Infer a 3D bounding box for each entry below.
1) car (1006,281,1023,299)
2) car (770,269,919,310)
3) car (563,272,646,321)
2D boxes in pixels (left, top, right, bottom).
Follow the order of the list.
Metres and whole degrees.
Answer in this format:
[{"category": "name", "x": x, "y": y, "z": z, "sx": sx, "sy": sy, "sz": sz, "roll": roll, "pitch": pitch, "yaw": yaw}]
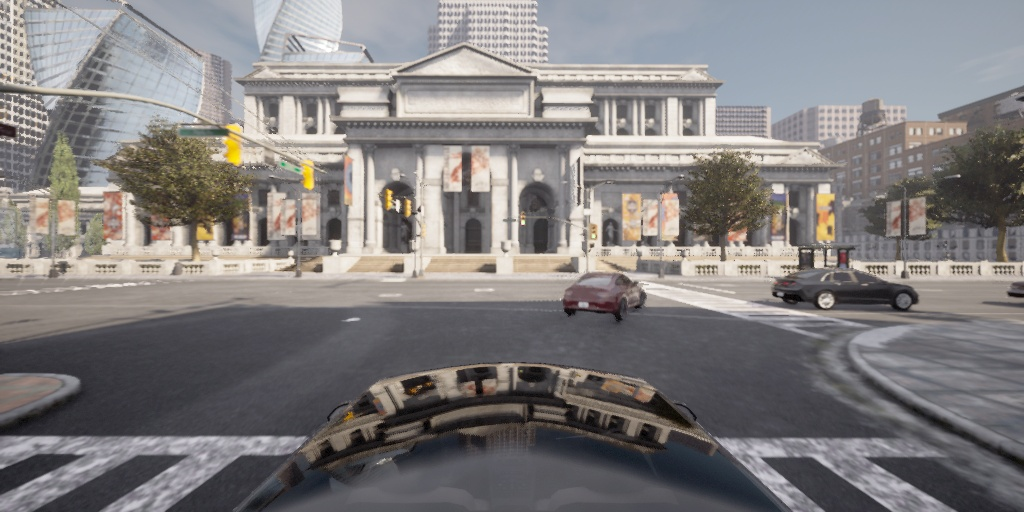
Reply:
[{"category": "car", "x": 23.111, "y": 1.326, "z": 14.125, "sx": 5.357, "sy": 1.411, "sz": 2.033, "roll": 0, "pitch": 0, "yaw": 0}, {"category": "car", "x": 12.986, "y": 1.269, "z": 14.129, "sx": 4.892, "sy": 1.490, "sz": 1.837, "roll": 0, "pitch": 0, "yaw": 0}, {"category": "car", "x": 3.308, "y": 1.277, "z": 12.560, "sx": 1.812, "sy": 1.442, "sz": 4.674, "roll": 0, "pitch": 0, "yaw": 31}]
